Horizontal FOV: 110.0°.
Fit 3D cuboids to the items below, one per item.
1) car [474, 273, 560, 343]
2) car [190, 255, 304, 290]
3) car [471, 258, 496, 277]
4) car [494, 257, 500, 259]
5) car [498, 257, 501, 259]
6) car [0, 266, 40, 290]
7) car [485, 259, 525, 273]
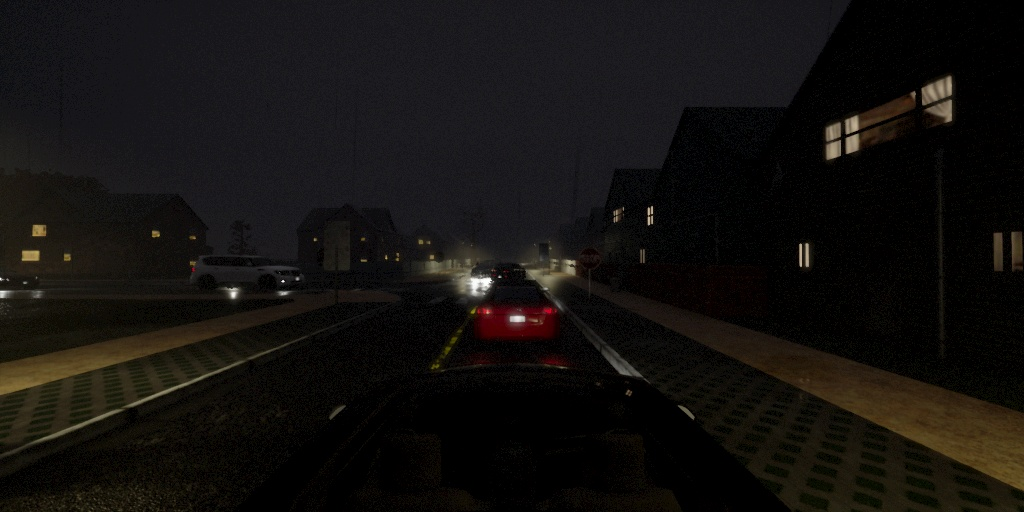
[{"bbox_3d":[0.092,1.316,9.660,1.994,1.385,4.181,0,0,-1],"label":"car"},{"bbox_3d":[-15.100,0.957,20.587,5.566,2.045,2.150,0,-1,-1],"label":"car"},{"bbox_3d":[-2.903,1.253,35.500,2.128,1.511,4.902,0,0,0],"label":"car"},{"bbox_3d":[-2.914,1.245,44.817,1.882,1.535,5.008,0,0,0],"label":"car"},{"bbox_3d":[-2.924,1.300,54.878,1.812,1.442,4.674,0,0,0],"label":"car"},{"bbox_3d":[-30.107,1.256,20.458,4.674,1.442,1.812,0,-1,0],"label":"car"},{"bbox_3d":[-0.244,1.264,28.150,1.837,1.490,4.892,3,1,15],"label":"car"}]
